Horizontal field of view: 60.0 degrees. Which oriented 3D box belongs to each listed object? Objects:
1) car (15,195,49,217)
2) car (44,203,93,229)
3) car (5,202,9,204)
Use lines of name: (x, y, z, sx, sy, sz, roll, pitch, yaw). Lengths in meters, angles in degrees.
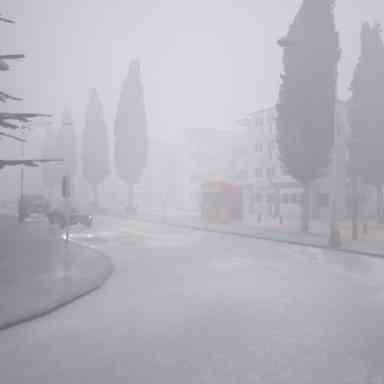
car: (-15.355, 1.283, 32.318, 2.150, 2.045, 5.566, 1, 0, -35)
car: (-8.286, 1.662, 22.438, 1.895, 1.301, 4.718, 1, 0, -36)
car: (-24.104, 1.533, 44.695, 1.895, 1.301, 4.718, 1, 0, -36)
